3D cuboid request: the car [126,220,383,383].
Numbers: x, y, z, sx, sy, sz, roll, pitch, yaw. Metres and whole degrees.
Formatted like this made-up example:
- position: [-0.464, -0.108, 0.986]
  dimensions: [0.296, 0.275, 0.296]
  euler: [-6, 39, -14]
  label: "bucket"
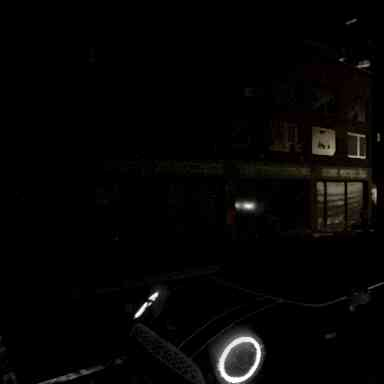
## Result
- position: [1.457, 1.337, 4.401]
  dimensions: [4.553, 1.767, 2.097]
  euler: [0, 0, -35]
  label: "car"
